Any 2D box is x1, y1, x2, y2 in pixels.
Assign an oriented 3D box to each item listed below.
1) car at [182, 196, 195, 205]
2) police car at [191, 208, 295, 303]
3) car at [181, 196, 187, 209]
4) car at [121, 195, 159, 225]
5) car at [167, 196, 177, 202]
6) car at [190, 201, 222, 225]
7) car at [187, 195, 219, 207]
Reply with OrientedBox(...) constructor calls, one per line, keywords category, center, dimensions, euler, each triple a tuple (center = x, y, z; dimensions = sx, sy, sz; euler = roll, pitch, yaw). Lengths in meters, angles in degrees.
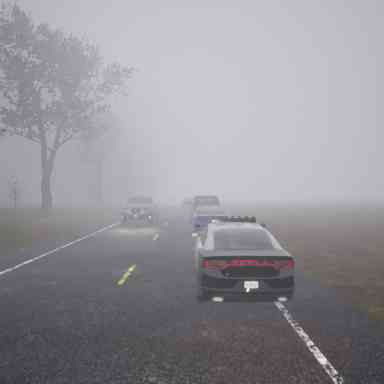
OrientedBox(category="car", center=(-0.638, 1.537, 58.885), dimensions=(2.128, 1.511, 4.902), euler=(0, 0, -1))
OrientedBox(category="police car", center=(1.034, 1.426, 8.427), dimensions=(1.930, 1.638, 5.238), euler=(0, 0, 0))
OrientedBox(category="car", center=(-0.367, 1.382, 45.836), dimensions=(2.097, 1.767, 4.553), euler=(0, 0, 0))
OrientedBox(category="car", center=(-3.724, 1.231, 24.614), dimensions=(2.150, 2.045, 5.566), euler=(0, 0, -1))
OrientedBox(category="car", center=(-4.596, 1.639, 76.983), dimensions=(1.994, 1.385, 4.181), euler=(0, 0, -2))
OrientedBox(category="car", center=(0.981, 1.483, 18.327), dimensions=(1.882, 1.535, 5.008), euler=(0, 0, 0))
OrientedBox(category="car", center=(0.933, 1.233, 24.364), dimensions=(2.150, 2.045, 5.566), euler=(0, 0, -1))
